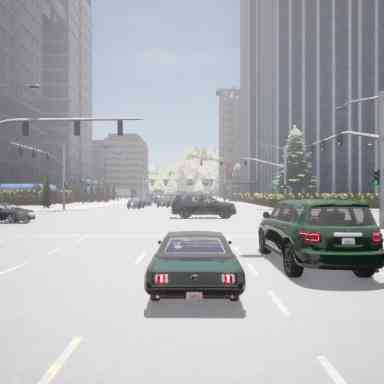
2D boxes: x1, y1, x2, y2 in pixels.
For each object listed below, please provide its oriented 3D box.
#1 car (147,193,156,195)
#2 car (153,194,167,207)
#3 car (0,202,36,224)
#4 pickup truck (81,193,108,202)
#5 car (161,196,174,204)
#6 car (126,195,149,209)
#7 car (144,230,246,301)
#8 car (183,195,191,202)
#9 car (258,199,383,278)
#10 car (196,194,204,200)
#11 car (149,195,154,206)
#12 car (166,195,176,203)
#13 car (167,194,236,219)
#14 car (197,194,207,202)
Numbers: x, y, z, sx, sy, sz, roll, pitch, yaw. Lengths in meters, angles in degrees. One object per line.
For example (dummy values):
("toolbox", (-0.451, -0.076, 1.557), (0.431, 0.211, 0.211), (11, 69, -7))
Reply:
("car", (-8.032, 1.221, 66.188), (2.150, 2.045, 5.566), (0, 0, 0))
("car", (-4.386, 1.491, 52.220), (2.128, 1.511, 4.902), (0, 0, -1))
("car", (-13.746, 1.492, 24.052), (4.902, 1.511, 2.128), (0, 0, 10))
("pickup truck", (-21.238, 1.059, 73.302), (2.390, 2.098, 6.274), (0, 0, 30))
("car", (-4.511, 1.491, 62.475), (2.128, 1.511, 4.902), (0, 0, 0))
("car", (-7.864, 1.491, 46.557), (2.128, 1.511, 4.902), (0, 0, 1))
("car", (0.066, 1.601, 8.267), (1.895, 1.301, 4.718), (0, 0, 0))
("car", (-1.192, 1.500, 78.461), (1.837, 1.490, 4.892), (0, 0, -1))
("car", (3.576, 1.221, 10.299), (2.150, 2.045, 5.566), (0, 0, 0))
("car", (2.148, 1.386, 89.013), (1.882, 1.535, 5.008), (0, 0, -1))
("car", (-7.931, 1.564, 55.468), (1.994, 1.385, 4.181), (0, 0, -1))
("car", (-4.607, 1.478, 72.784), (1.882, 1.535, 5.008), (0, 0, -1))
("car", (0.944, 1.221, 28.262), (5.566, 2.045, 2.150), (0, 0, -1))
("car", (2.304, 1.348, 78.733), (2.097, 1.767, 4.553), (0, 0, -1))
